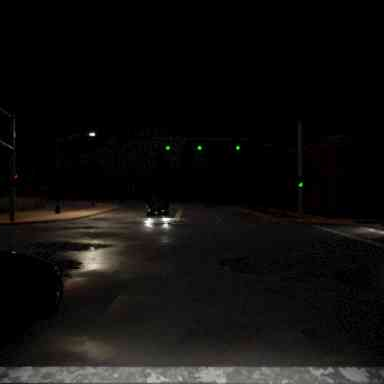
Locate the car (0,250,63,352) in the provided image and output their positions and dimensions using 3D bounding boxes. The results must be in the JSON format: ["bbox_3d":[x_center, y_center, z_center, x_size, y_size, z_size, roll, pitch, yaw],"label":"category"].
[{"bbox_3d":[-3.454,1.562,4.656,1.994,1.385,4.181,0,0,1],"label":"car"}]

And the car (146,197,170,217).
[{"bbox_3d":[-3.086,1.523,30.818,1.837,1.490,4.892,0,0,-1],"label":"car"}]

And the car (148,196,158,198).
[{"bbox_3d":[-6.410,1.419,56.549,1.882,1.535,5.008,1,0,-22],"label":"car"}]
